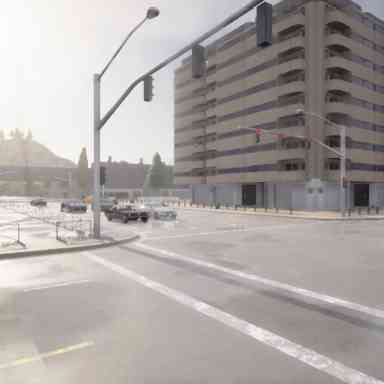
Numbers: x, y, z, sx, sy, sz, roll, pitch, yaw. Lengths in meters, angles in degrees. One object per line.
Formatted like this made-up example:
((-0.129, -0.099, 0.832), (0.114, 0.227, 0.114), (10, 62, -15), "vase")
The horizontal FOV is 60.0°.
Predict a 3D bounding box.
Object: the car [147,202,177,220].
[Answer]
((-3.105, 1.581, 28.925), (1.812, 1.442, 4.674), (0, 0, -35), "car")

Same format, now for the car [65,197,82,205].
((-22.117, 1.619, 62.122), (1.994, 1.385, 4.181), (0, 0, -35), "car")

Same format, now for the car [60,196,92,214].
((-13.250, 1.533, 37.165), (1.882, 1.535, 5.008), (0, 0, -35), "car")

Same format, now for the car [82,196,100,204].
((-19.709, 1.533, 64.778), (1.882, 1.535, 5.008), (0, 0, -35), "car")

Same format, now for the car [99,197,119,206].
((-14.309, 1.581, 57.155), (1.812, 1.442, 4.674), (0, 0, -35), "car")

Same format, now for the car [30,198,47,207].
((-24.719, 1.669, 53.516), (1.895, 1.301, 4.718), (0, 0, -35), "car")

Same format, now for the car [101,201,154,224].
((-5.051, 1.656, 25.590), (1.895, 1.301, 4.718), (0, 0, -35), "car")

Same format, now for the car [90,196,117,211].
((-10.286, 1.559, 39.036), (1.837, 1.490, 4.892), (0, 0, -35), "car")
